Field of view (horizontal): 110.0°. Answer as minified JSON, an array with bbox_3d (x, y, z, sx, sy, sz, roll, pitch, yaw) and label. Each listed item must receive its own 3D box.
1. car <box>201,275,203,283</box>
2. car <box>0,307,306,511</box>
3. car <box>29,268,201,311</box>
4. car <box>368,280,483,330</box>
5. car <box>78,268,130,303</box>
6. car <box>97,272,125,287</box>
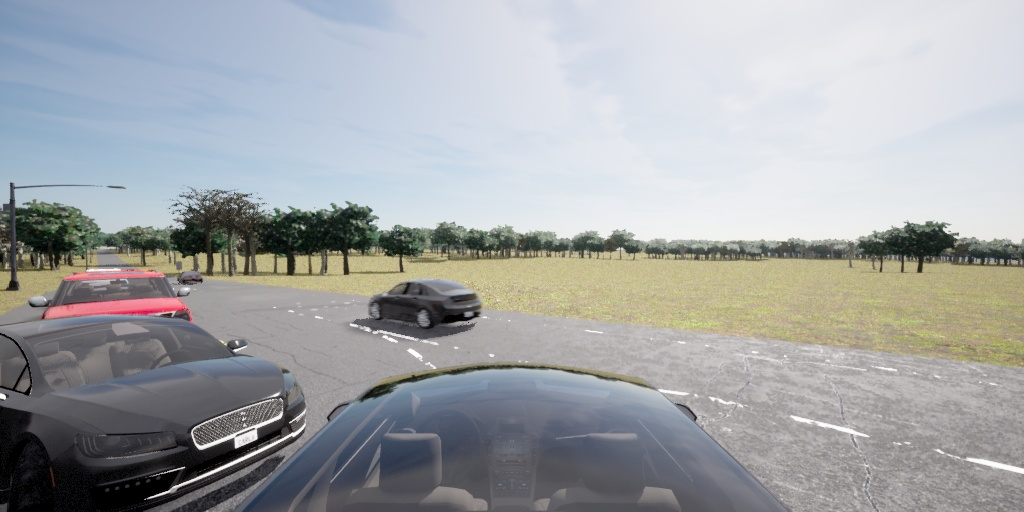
[{"bbox_3d":[-38.724,2.539,43.101,5.357,1.411,2.033,-2,0,41],"label":"car"},{"bbox_3d":[-4.564,1.445,3.981,4.892,1.490,1.837,-3,-3,21],"label":"car"},{"bbox_3d":[-9.480,1.386,8.621,5.566,2.045,2.150,-2,0,41],"label":"car"},{"bbox_3d":[-3.141,1.563,12.410,4.892,1.490,1.837,-2,0,41],"label":"car"},{"bbox_3d":[-28.083,1.890,24.686,5.566,2.045,2.150,-2,0,41],"label":"car"},{"bbox_3d":[-47.188,2.736,42.243,1.812,1.442,4.674,-1,0,-43],"label":"car"}]
